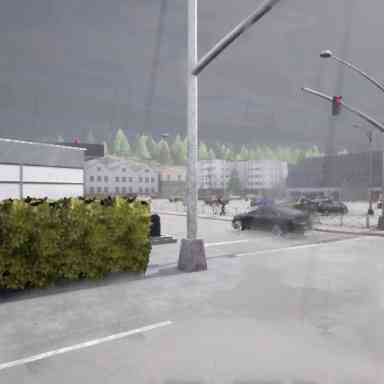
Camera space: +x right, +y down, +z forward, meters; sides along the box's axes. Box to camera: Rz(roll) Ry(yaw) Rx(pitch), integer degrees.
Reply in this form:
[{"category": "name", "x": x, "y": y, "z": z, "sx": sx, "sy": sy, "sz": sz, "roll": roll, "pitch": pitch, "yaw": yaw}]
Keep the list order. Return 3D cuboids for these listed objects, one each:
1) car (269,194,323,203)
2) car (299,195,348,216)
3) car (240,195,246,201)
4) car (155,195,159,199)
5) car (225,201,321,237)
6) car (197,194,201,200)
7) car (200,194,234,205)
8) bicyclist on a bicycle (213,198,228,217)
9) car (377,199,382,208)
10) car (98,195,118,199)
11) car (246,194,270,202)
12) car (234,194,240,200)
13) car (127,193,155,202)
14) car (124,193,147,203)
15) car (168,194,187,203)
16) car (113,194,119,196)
[{"category": "car", "x": 10.314, "y": 1.330, "z": 32.506, "sx": 5.027, "sy": 1.636, "sz": 2.152, "roll": 0, "pitch": 0, "yaw": -35}, {"category": "car", "x": 12.152, "y": 1.340, "z": 29.963, "sx": 4.514, "sy": 1.523, "sz": 2.007, "roll": 0, "pitch": 0, "yaw": -35}, {"category": "car", "x": 13.656, "y": 1.154, "z": 72.827, "sx": 5.027, "sy": 1.636, "sz": 2.152, "roll": 0, "pitch": 0, "yaw": -35}, {"category": "car", "x": -11.300, "y": 1.286, "z": 90.789, "sx": 5.008, "sy": 1.535, "sz": 1.882, "roll": 0, "pitch": 0, "yaw": -35}, {"category": "car", "x": 4.217, "y": 1.505, "z": 18.152, "sx": 1.837, "sy": 1.490, "sz": 4.892, "roll": -2, "pitch": 1, "yaw": -33}, {"category": "car", "x": 1.842, "y": 1.298, "z": 76.876, "sx": 4.514, "sy": 1.523, "sz": 2.007, "roll": 0, "pitch": 0, "yaw": -35}, {"category": "car", "x": 4.147, "y": 1.298, "z": 54.832, "sx": 4.514, "sy": 1.523, "sz": 2.007, "roll": 0, "pitch": 0, "yaw": -35}, {"category": "bicyclist on a bicycle", "x": 2.394, "y": 1.301, "z": 28.039, "sx": 1.656, "sy": 1.620, "sz": 0.582, "roll": 0, "pitch": 0, "yaw": -35}, {"category": "car", "x": 25.707, "y": 1.384, "z": 43.066, "sx": 3.806, "sy": 1.475, "sz": 1.970, "roll": 0, "pitch": 0, "yaw": -35}, {"category": "car", "x": -11.098, "y": 1.477, "z": 40.953, "sx": 1.882, "sy": 1.535, "sz": 5.008, "roll": 0, "pitch": 0, "yaw": -35}, {"category": "car", "x": 9.830, "y": 1.320, "z": 46.612, "sx": 3.633, "sy": 1.501, "sz": 1.845, "roll": 0, "pitch": 0, "yaw": -35}, {"category": "car", "x": 9.719, "y": 1.232, "z": 77.905, "sx": 3.806, "sy": 1.475, "sz": 1.970, "roll": 0, "pitch": 0, "yaw": -35}, {"category": "car", "x": -9.329, "y": 1.361, "z": 60.572, "sx": 3.806, "sy": 1.475, "sz": 1.970, "roll": 0, "pitch": 0, "yaw": -35}, {"category": "car", "x": -10.730, "y": 1.077, "z": 63.648, "sx": 3.866, "sy": 1.878, "sz": 1.905, "roll": 0, "pitch": 0, "yaw": -35}, {"category": "car", "x": -2.397, "y": 1.097, "z": 65.455, "sx": 4.605, "sy": 1.855, "sz": 1.932, "roll": 0, "pitch": 0, "yaw": -35}, {"category": "car", "x": -19.716, "y": 1.334, "z": 84.951, "sx": 4.902, "sy": 1.511, "sz": 2.128, "roll": 0, "pitch": 0, "yaw": -35}]
